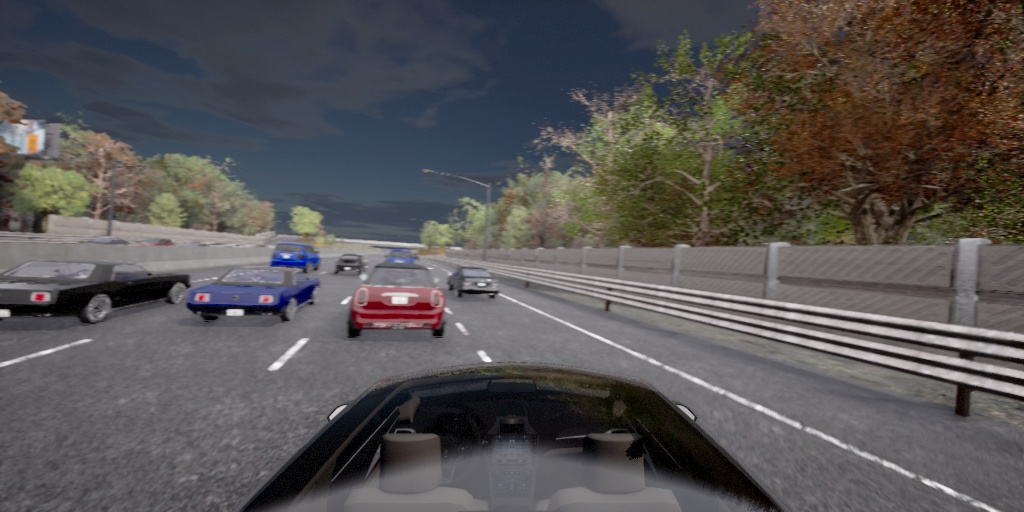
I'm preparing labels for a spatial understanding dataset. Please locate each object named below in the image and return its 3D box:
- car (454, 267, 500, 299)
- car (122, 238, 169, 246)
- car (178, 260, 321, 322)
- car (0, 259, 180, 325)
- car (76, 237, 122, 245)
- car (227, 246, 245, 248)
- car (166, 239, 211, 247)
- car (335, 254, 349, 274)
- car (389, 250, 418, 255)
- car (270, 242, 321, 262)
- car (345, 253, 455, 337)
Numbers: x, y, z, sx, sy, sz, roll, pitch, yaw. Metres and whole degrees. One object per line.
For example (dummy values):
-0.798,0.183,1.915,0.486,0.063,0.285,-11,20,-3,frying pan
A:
-2.056,1.247,17.936,2.033,1.411,5.357,4,0,-17,car
-37.430,-1.128,37.435,2.097,1.767,4.553,4,0,-17,car
-6.848,0.950,10.176,1.895,1.301,4.718,4,0,-17,car
-10.045,0.735,8.697,1.895,1.301,4.718,4,0,-17,car
-40.687,-1.151,36.124,2.033,1.411,5.357,4,0,-17,car
-30.903,-0.444,39.885,1.895,1.301,4.718,4,0,-17,car
-34.191,-0.716,38.715,2.033,1.411,5.357,4,0,-17,car
-12.170,0.601,27.309,1.837,1.490,4.892,4,0,-17,car
-8.630,0.548,27.727,2.150,2.045,5.566,4,0,-17,car
-15.284,0.106,25.599,2.150,2.045,5.566,4,0,-17,car
-3.047,0.945,9.766,2.097,1.767,4.553,4,0,-17,car
